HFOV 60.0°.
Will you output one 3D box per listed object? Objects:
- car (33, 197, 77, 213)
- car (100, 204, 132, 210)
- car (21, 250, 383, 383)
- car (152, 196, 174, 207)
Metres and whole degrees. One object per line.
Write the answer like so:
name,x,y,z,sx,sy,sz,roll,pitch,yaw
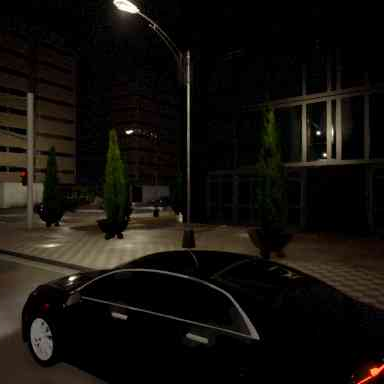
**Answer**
car,-15.032,1.408,36.538,2.097,1.767,4.553,0,0,35
car,-9.910,1.581,43.788,1.812,1.442,4.674,0,0,35
car,-0.215,1.505,4.143,4.892,1.490,1.837,0,0,36
car,-4.144,1.407,51.964,2.097,1.767,4.553,0,0,35
